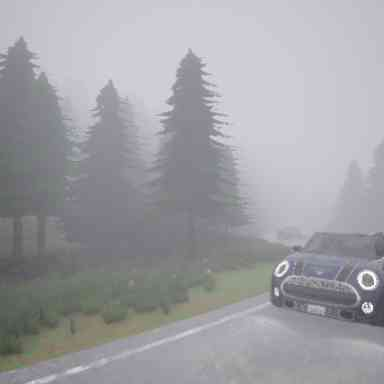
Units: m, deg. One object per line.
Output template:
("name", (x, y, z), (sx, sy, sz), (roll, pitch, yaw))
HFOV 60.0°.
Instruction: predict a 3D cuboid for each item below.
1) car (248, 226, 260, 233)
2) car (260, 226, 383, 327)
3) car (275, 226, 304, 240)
("car", (9.336, 5.778, 48.873), (2.097, 1.767, 4.553), (0, -5, 11))
("car", (3.604, 1.688, 7.880), (2.097, 1.767, 4.553), (-1, -4, 37))
("car", (12.168, 5.121, 41.920), (2.097, 1.767, 4.553), (0, -6, -2))
